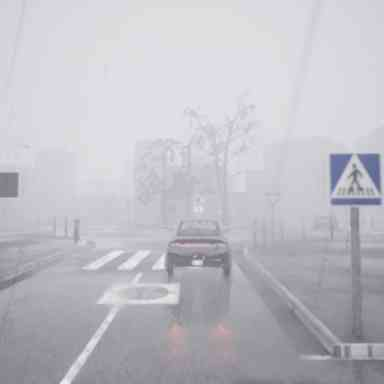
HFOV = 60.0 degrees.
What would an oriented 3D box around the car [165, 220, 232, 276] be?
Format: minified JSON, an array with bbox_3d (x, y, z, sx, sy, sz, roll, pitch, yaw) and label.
[{"bbox_3d":[0.252,1.660,10.893,2.128,1.511,4.902,0,-2,3],"label":"car"}]

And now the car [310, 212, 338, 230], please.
[{"bbox_3d":[11.663,2.559,29.576,2.128,1.511,4.902,-1,-3,14],"label":"car"}]
